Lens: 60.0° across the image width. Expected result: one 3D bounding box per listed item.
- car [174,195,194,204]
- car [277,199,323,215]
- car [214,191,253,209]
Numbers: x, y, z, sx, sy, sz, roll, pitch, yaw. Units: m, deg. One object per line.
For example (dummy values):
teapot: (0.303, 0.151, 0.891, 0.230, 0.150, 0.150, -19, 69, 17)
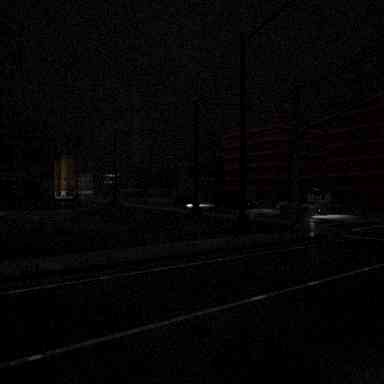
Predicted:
car: (-0.939, 1.108, 49.380, 1.994, 1.385, 4.181, 0, 1, -34)
car: (10.481, 1.393, 32.690, 1.812, 1.442, 4.674, 0, 1, -34)
car: (4.963, 0.946, 40.759, 2.150, 2.045, 5.566, 0, 1, -35)
